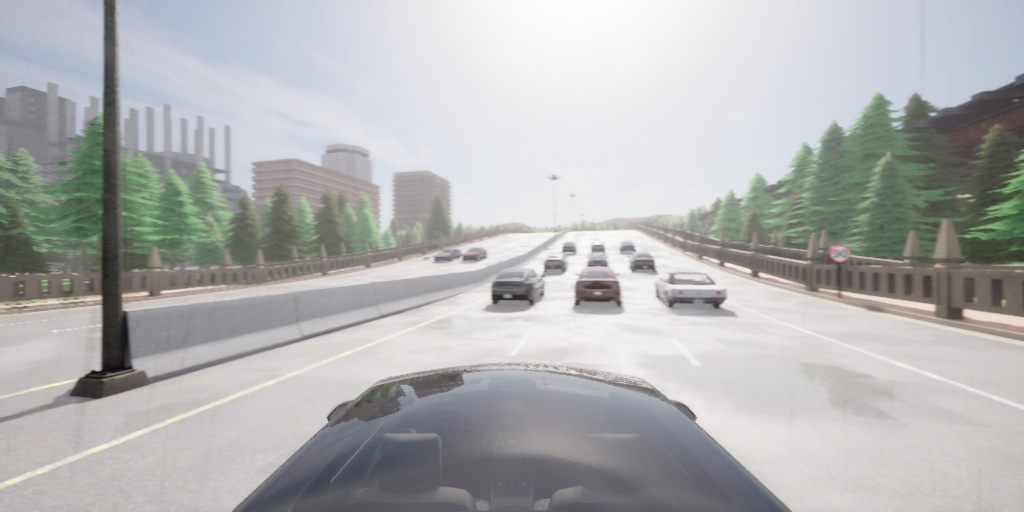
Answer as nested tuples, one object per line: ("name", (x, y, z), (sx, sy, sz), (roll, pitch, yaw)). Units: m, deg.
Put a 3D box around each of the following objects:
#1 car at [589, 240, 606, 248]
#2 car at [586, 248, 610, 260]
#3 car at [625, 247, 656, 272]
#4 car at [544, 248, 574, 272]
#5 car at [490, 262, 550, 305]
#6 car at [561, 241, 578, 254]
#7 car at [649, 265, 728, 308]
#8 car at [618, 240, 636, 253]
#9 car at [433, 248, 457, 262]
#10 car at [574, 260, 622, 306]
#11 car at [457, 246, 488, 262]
("car", (10.724, -1.207, 44.764), (2.128, 1.511, 4.902), (-1, 7, 14))
("car", (7.288, 0.451, 30.465), (1.812, 1.442, 4.674), (-1, 5, 14))
("car", (10.668, 0.388, 29.559), (1.837, 1.490, 4.892), (-1, 5, 14))
("car", (3.864, 0.476, 31.203), (2.128, 1.511, 4.902), (-1, 5, 14))
("car", (0.387, 1.289, 16.696), (1.837, 1.490, 4.892), (-1, 2, 13))
("car", (7.323, -1.141, 45.587), (1.837, 1.490, 4.892), (-1, 7, 14))
("car", (7.154, 1.285, 14.902), (1.895, 1.301, 4.718), (-1, 1, 13))
("car", (14.125, -1.225, 43.938), (1.812, 1.442, 4.674), (-1, 7, 14))
("car", (-7.606, -0.213, 43.403), (2.033, 1.411, 5.357), (-1, 7, 14))
("car", (3.831, 1.203, 16.045), (1.882, 1.535, 5.008), (-1, 1, 14))
("car", (-4.313, -0.281, 42.151), (1.882, 1.535, 5.008), (-1, 6, 14))
